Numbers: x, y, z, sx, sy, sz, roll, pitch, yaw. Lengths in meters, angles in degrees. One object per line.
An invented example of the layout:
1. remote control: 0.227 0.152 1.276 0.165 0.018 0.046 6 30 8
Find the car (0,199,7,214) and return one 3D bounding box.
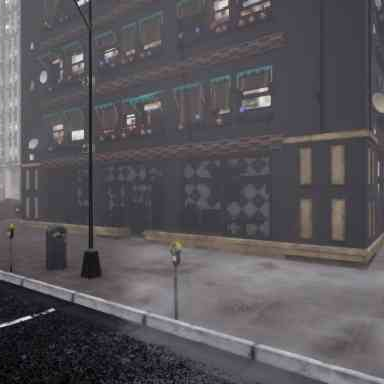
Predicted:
1. car: -16.195 1.308 29.054 1.994 1.385 4.181 0 1 35

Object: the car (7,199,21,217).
1. car: -11.432 1.282 25.742 1.947 1.339 4.313 1 1 35
